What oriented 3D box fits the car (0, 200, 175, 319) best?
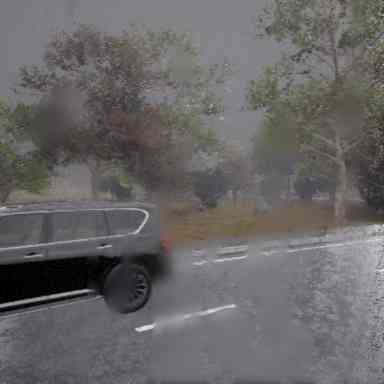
[{"bbox_3d":[-2.964,1.201,6.073,5.566,2.045,2.150,0,0,-35],"label":"car"}]
